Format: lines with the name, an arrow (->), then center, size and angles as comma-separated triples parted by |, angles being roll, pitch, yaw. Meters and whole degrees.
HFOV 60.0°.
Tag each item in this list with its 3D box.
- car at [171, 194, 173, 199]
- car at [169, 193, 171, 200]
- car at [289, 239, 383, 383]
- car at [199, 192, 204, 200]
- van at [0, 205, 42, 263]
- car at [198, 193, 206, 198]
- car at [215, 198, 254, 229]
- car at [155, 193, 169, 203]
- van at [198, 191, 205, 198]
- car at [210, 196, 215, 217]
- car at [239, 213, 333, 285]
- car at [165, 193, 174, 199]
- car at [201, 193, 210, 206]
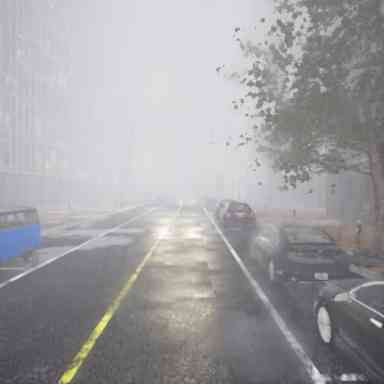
car -> -5.697, 1.053, 77.424 | 1.887, 1.381, 4.507 | 0, 0, 0
car -> -5.696, 1.172, 66.040 | 1.802, 1.307, 4.206 | 0, 0, 0
car -> 2.691, 1.533, 3.417 | 2.008, 1.369, 4.403 | 0, 0, 0
car -> 2.685, 1.156, 66.033 | 1.947, 1.339, 4.313 | 0, 0, 0
van -> -5.690, 1.292, 9.112 | 1.690, 1.788, 3.998 | 0, 0, 0
car -> 2.682, 0.990, 88.801 | 1.947, 1.339, 4.313 | 0, 0, 0
car -> 2.689, 1.325, 20.494 | 1.967, 1.590, 4.097 | 0, 0, 0
car -> -5.695, 1.175, 60.346 | 1.887, 1.381, 4.507 | 0, 0, 0
van -> 2.682, 0.721, 94.493 | 1.690, 1.788, 3.998 | 0, 0, 0
car -> 2.689, 1.291, 26.186 | 1.967, 1.590, 4.097 | 0, 0, 0
car -> 2.690, 1.502, 9.110 | 2.008, 1.369, 4.403 | 0, 0, 0
car -> -5.698, 1.032, 83.117 | 1.947, 1.339, 4.313 | 0, 0, 0
car -> 2.687, 1.253, 48.957 | 1.887, 1.381, 4.507 | 0, 0, 0
